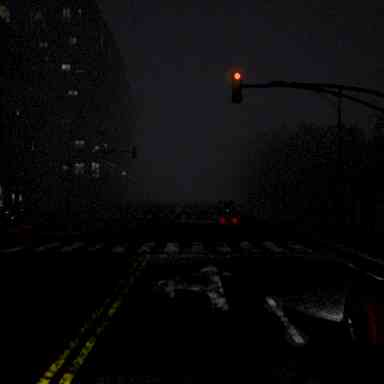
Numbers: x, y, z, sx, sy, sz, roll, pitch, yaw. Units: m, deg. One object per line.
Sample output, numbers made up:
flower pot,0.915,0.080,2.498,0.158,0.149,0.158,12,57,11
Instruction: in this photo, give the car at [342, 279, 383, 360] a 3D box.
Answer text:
car,3.347,1.563,3.532,1.994,1.385,4.181,0,0,0

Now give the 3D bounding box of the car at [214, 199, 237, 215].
car,3.323,1.491,33.366,2.128,1.511,4.902,0,0,0

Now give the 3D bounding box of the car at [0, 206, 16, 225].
car,-15.203,1.661,23.701,4.902,1.511,2.128,-1,0,1
